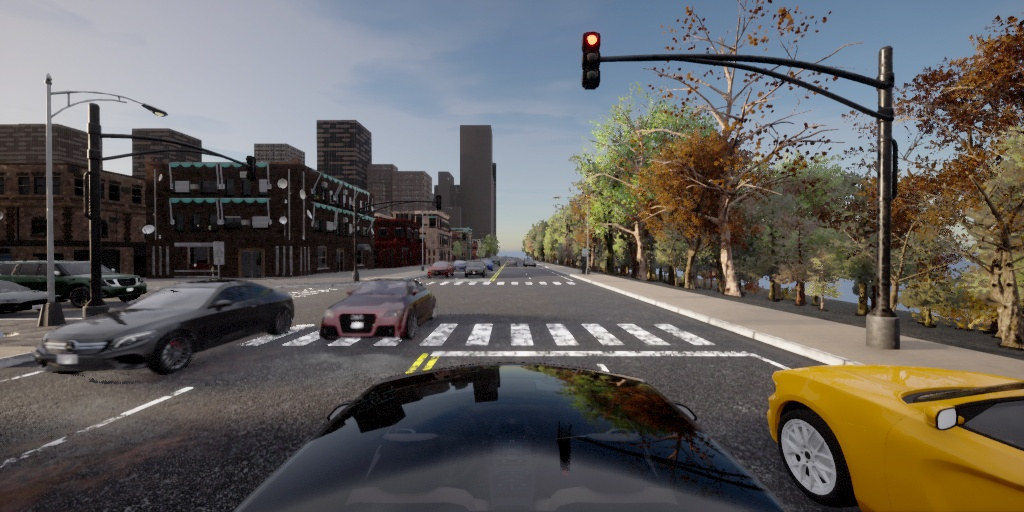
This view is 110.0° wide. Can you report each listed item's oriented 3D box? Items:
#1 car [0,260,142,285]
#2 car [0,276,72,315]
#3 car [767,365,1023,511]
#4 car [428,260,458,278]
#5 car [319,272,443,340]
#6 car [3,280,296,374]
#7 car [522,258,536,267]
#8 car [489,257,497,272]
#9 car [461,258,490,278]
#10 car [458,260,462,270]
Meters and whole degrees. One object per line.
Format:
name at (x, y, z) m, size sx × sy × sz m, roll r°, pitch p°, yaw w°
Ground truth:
car at (-20.010, 1.194, 16.159) m, size 5.566 × 2.045 × 2.150 m, roll -1°, pitch 1°, yaw 0°
car at (-19.958, 1.565, 13.458) m, size 4.313 × 1.339 × 1.948 m, roll 0°, pitch 0°, yaw 0°
car at (3.351, 1.228, 1.351) m, size 1.882 × 1.535 × 5.008 m, roll 0°, pitch 0°, yaw 0°
car at (-6.636, 1.218, 33.924) m, size 1.882 × 1.535 × 5.008 m, roll 0°, pitch 0°, yaw -2°
car at (-3.359, 1.312, 9.778) m, size 1.994 × 1.385 × 4.181 m, roll 0°, pitch 0°, yaw 0°
car at (-6.607, 1.276, 7.656) m, size 1.812 × 1.442 × 4.674 m, roll 0°, pitch 0°, yaw 0°
car at (3.282, 1.290, 64.455) m, size 1.994 × 1.385 × 4.181 m, roll 0°, pitch 0°, yaw 1°
car at (-3.392, 1.212, 46.533) m, size 1.882 × 1.535 × 5.008 m, roll 0°, pitch 1°, yaw 0°
car at (-3.382, 1.244, 34.272) m, size 1.837 × 1.490 × 4.892 m, roll 0°, pitch 0°, yaw 0°
car at (-6.640, 1.261, 45.748) m, size 1.812 × 1.442 × 4.674 m, roll 0°, pitch 0°, yaw 0°
